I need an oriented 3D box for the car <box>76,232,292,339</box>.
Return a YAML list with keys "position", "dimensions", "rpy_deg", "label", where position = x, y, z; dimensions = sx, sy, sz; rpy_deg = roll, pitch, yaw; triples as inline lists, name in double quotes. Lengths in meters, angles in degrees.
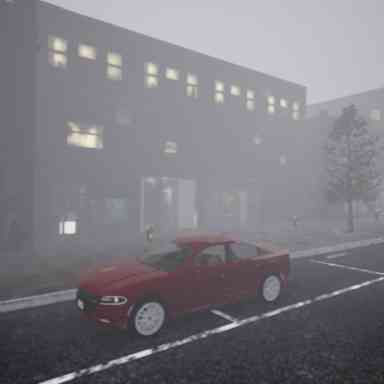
- position: [0.067, 1.542, 6.592]
  dimensions: [4.507, 1.381, 1.887]
  rpy_deg: [0, 1, -35]
  label: "car"
